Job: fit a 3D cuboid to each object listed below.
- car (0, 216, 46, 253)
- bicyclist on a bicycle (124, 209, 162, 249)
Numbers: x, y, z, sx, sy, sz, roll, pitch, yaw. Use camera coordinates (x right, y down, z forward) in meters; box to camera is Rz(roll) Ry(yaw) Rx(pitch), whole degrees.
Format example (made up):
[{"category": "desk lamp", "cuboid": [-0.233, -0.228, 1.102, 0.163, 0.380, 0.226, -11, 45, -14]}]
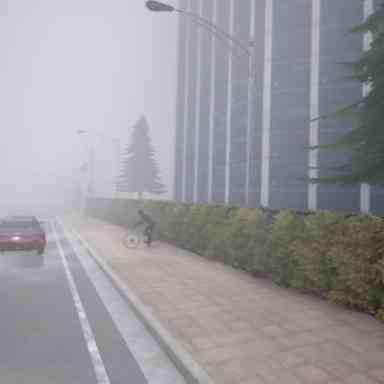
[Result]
[{"category": "car", "cuboid": [-7.184, 1.664, 13.820, 1.994, 1.385, 4.181, 2, -1, -25]}, {"category": "bicyclist on a bicycle", "cuboid": [-2.004, 1.544, 13.809, 1.656, 1.620, 0.582, 2, -1, -24]}]
